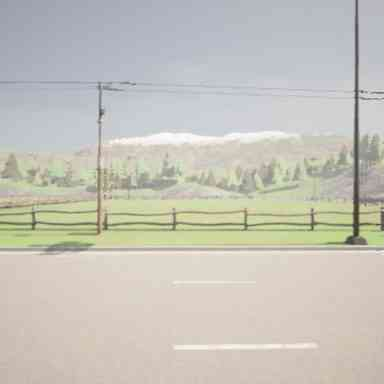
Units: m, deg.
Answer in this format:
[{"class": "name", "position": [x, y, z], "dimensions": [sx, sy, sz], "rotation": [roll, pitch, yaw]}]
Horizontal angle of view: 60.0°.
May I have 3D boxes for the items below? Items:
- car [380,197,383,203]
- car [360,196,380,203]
[{"class": "car", "position": [43.124, 1.784, 75.284], "dimensions": [1.812, 1.442, 4.674], "rotation": [0, 0, -2]}, {"class": "car", "position": [39.626, 1.745, 75.179], "dimensions": [1.837, 1.490, 4.892], "rotation": [0, 0, -2]}]
